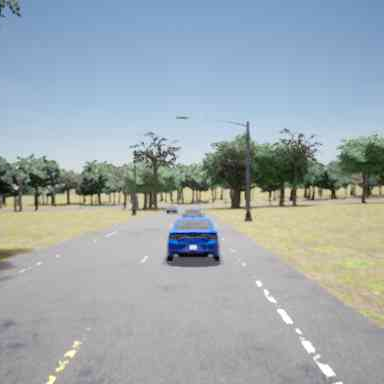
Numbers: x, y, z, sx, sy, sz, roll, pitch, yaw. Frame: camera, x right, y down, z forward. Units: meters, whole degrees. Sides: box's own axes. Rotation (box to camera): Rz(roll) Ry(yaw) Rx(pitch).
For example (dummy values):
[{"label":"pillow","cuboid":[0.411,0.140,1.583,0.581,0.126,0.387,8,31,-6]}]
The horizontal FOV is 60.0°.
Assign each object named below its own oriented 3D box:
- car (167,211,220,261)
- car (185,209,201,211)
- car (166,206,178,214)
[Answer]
[{"label":"car","cuboid":[0.061,1.740,13.476,1.882,1.535,5.008,0,-1,0]},{"label":"car","cuboid":[0.057,2.160,27.398,1.837,1.490,4.892,0,-1,0]},{"label":"car","cuboid":[-3.514,3.101,58.532,2.033,1.411,5.357,0,-2,1]}]
